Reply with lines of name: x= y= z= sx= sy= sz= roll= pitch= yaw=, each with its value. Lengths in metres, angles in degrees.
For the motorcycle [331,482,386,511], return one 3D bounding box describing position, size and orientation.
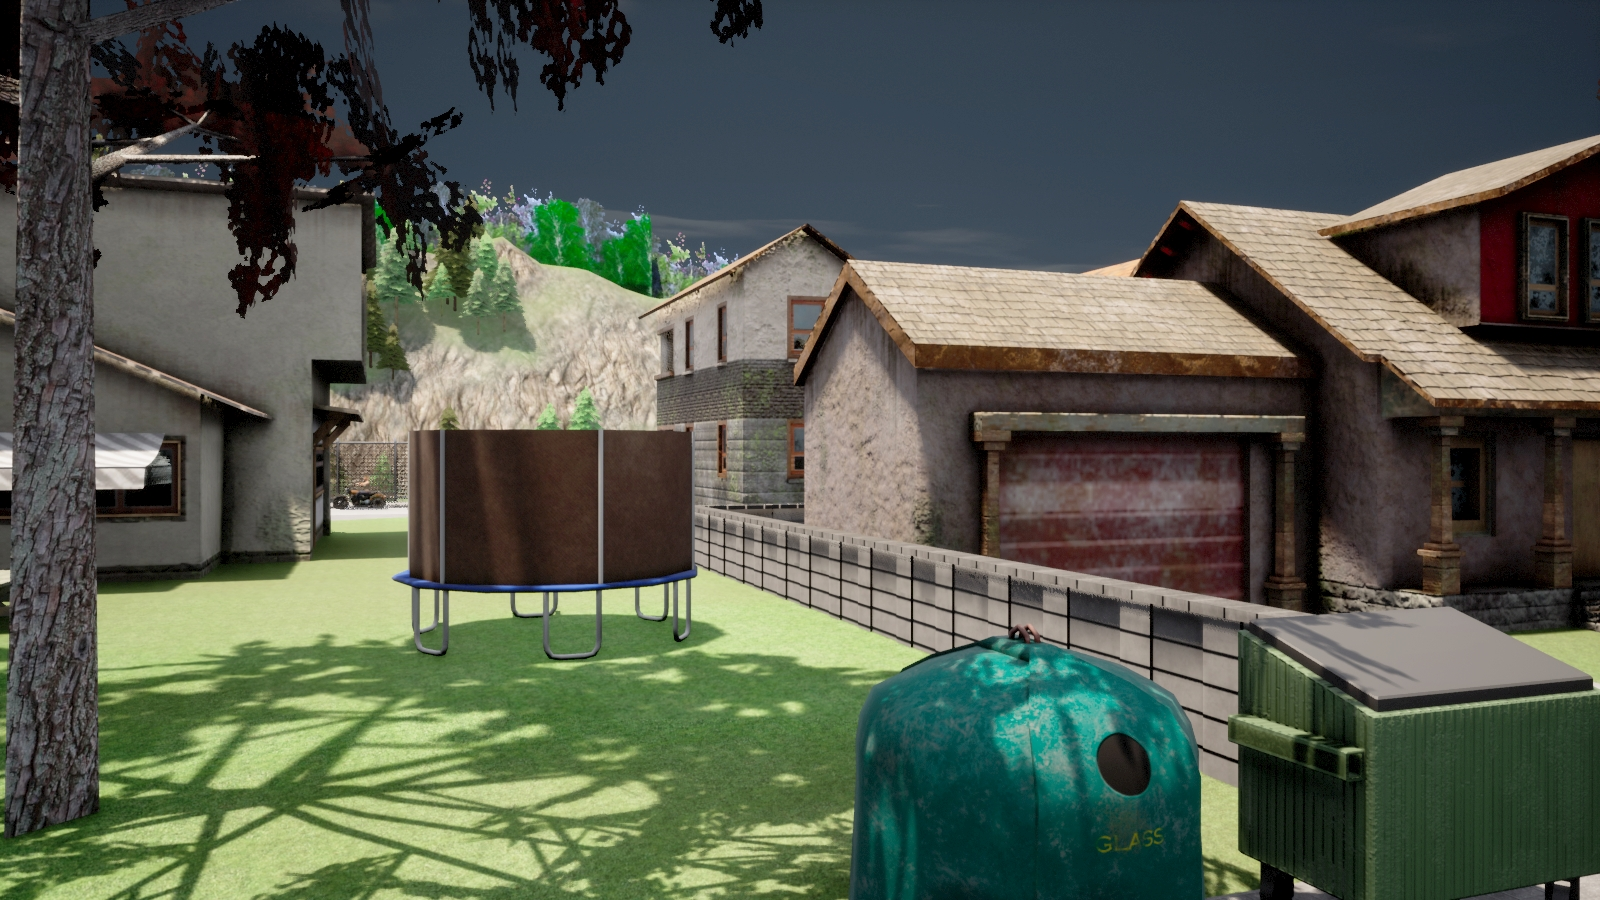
motorcycle: x=-20.582 y=2.155 z=53.295 sx=2.356 sy=1.307 sz=0.764 roll=0 pitch=0 yaw=-20
